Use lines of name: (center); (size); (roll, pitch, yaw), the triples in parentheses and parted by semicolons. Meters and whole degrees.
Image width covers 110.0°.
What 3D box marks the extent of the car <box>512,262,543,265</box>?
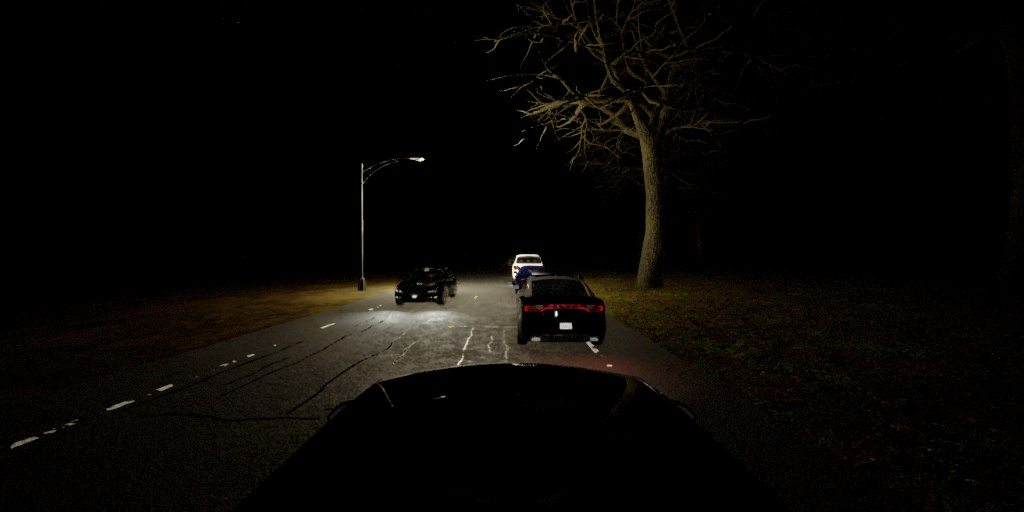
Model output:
car: (1.079, 1.236, 19.519); (1.812, 1.442, 4.674); (0, 0, 0)

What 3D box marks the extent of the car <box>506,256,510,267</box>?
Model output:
car: (0.148, 0.911, 54.525); (1.812, 1.442, 4.674); (0, 1, 0)

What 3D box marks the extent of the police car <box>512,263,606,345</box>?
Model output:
police car: (1.063, 1.164, 9.628); (1.930, 1.638, 5.238); (0, 0, 0)

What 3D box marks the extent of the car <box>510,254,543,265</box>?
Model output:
car: (1.089, 0.909, 25.549); (2.150, 2.045, 5.566); (0, 0, 0)

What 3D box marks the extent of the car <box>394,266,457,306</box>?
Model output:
car: (-3.578, 1.229, 15.582); (1.837, 1.490, 4.892); (0, 0, 0)
